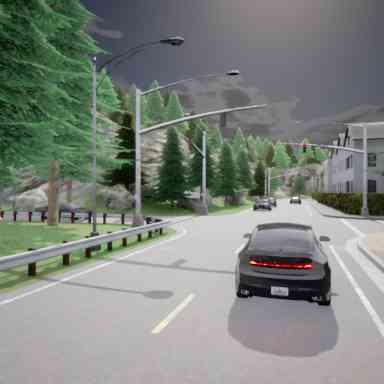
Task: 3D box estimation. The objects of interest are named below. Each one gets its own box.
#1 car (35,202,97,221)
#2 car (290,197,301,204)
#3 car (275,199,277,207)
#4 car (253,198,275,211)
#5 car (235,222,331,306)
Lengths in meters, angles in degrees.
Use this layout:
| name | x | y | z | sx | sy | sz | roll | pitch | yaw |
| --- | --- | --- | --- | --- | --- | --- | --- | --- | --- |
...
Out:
| name | x | y | z | sx | sy | sz | roll | pitch | yaw |
| --- | --- | --- | --- | --- | --- | --- | --- | --- | --- |
| car | -10.478 | 1.562 | 27.560 | 5.357 | 1.411 | 2.033 | 0 | 0 | 19 |
| car | 19.446 | 1.562 | 62.498 | 1.994 | 1.385 | 4.181 | 0 | 0 | 18 |
| car | 11.814 | 1.563 | 50.606 | 1.994 | 1.385 | 4.181 | 0 | 0 | 18 |
| car | 8.786 | 1.563 | 41.075 | 1.994 | 1.385 | 4.181 | 0 | 0 | 18 |
| car | 2.269 | 1.505 | 8.188 | 1.837 | 1.490 | 4.892 | 0 | 0 | 17 |
